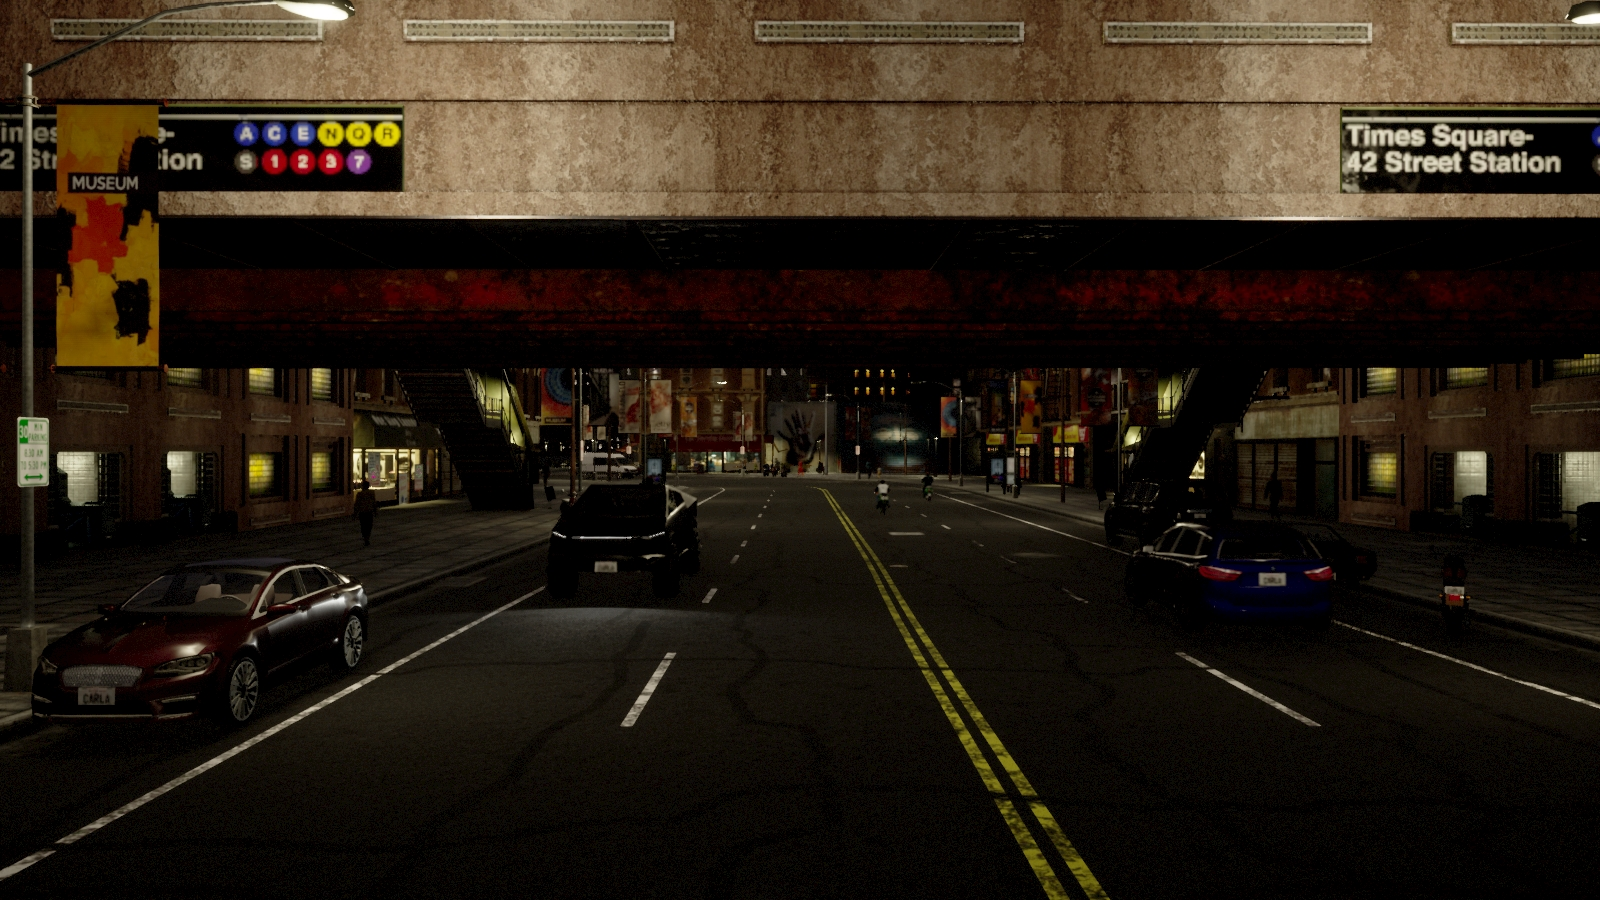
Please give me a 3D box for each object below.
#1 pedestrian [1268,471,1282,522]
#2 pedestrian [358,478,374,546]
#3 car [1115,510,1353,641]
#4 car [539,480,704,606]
[{"bbox_3d":[17.342,1.699,41.690,0.375,1.860,0.375,0,0,2],"label":"pedestrian"},{"bbox_3d":[-11.905,1.696,31.336,0.375,1.860,0.375,0,0,-14],"label":"pedestrian"},{"bbox_3d":[7.013,1.968,19.090,2.242,1.667,4.611,0,0,0],"label":"car"},{"bbox_3d":[-3.475,1.753,23.685,2.390,2.098,6.274,0,0,0],"label":"car"}]
